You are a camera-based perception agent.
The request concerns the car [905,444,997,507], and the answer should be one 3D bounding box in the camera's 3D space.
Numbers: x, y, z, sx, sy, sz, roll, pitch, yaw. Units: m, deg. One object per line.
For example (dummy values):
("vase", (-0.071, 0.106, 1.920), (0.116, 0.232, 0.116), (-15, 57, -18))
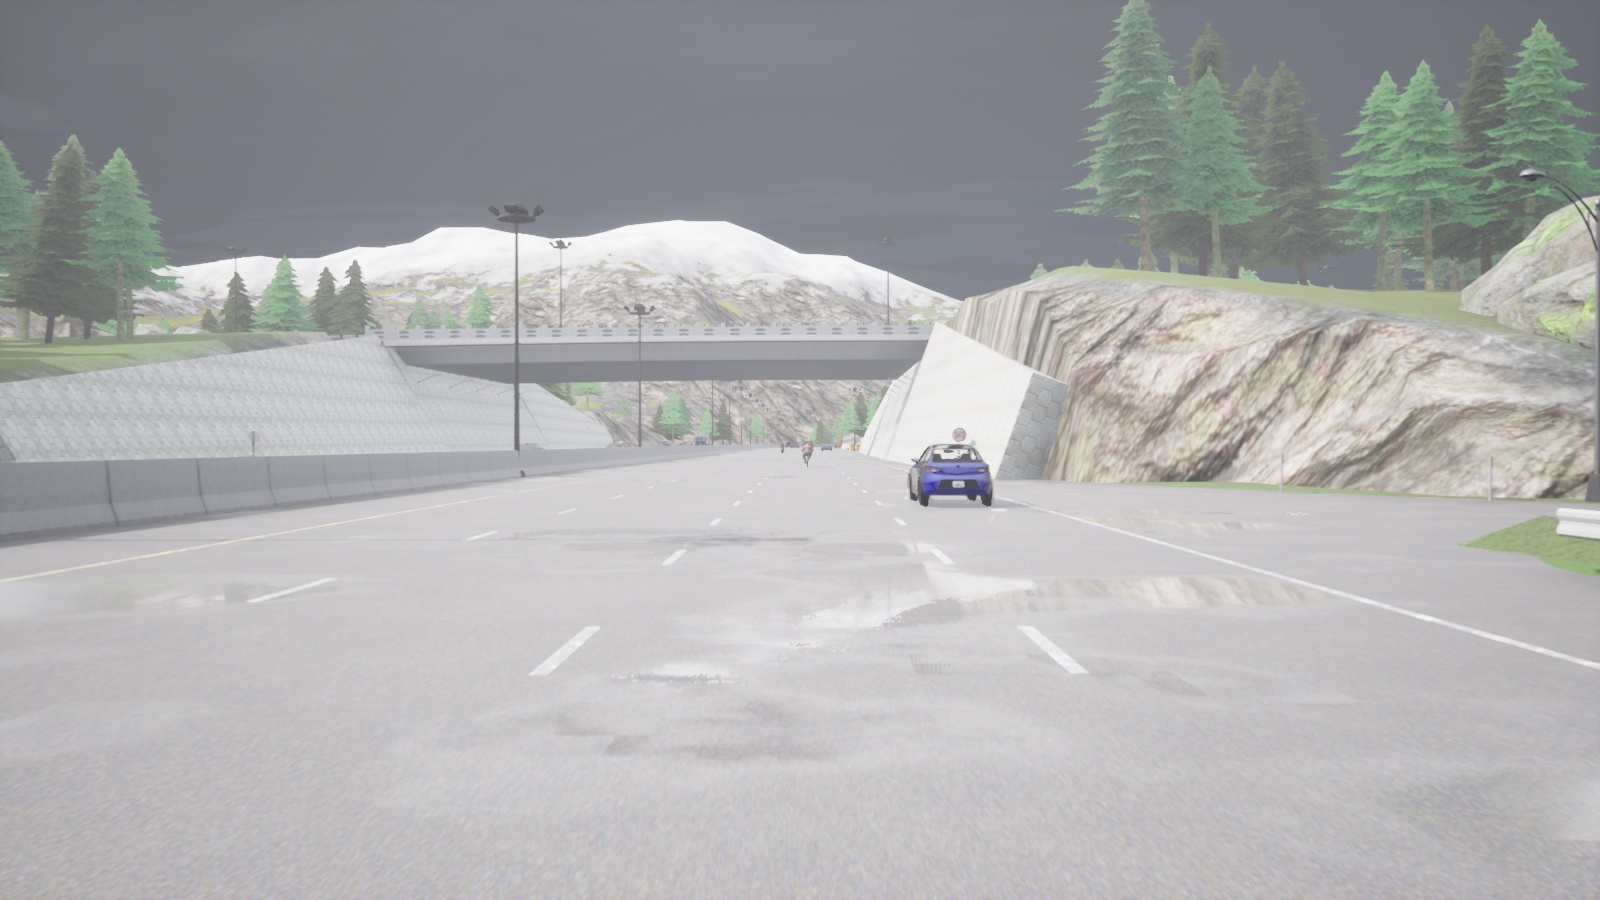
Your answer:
("car", (3.693, 0.586, 31.336), (1.816, 1.474, 4.193), (0, 0, 0))
